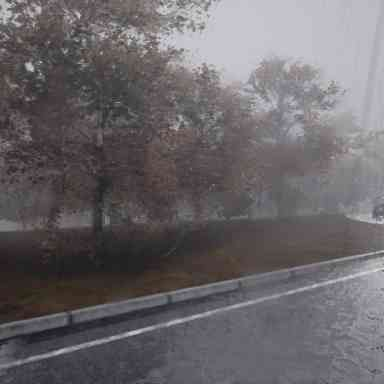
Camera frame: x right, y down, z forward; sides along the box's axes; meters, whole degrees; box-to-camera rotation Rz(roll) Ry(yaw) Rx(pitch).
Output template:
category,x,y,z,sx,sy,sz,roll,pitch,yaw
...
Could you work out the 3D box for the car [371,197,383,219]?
category,x,y,z,sx,sy,sz,roll,pitch,yaw
car,19.031,1.534,32.684,2.150,2.045,5.566,-1,-1,30
